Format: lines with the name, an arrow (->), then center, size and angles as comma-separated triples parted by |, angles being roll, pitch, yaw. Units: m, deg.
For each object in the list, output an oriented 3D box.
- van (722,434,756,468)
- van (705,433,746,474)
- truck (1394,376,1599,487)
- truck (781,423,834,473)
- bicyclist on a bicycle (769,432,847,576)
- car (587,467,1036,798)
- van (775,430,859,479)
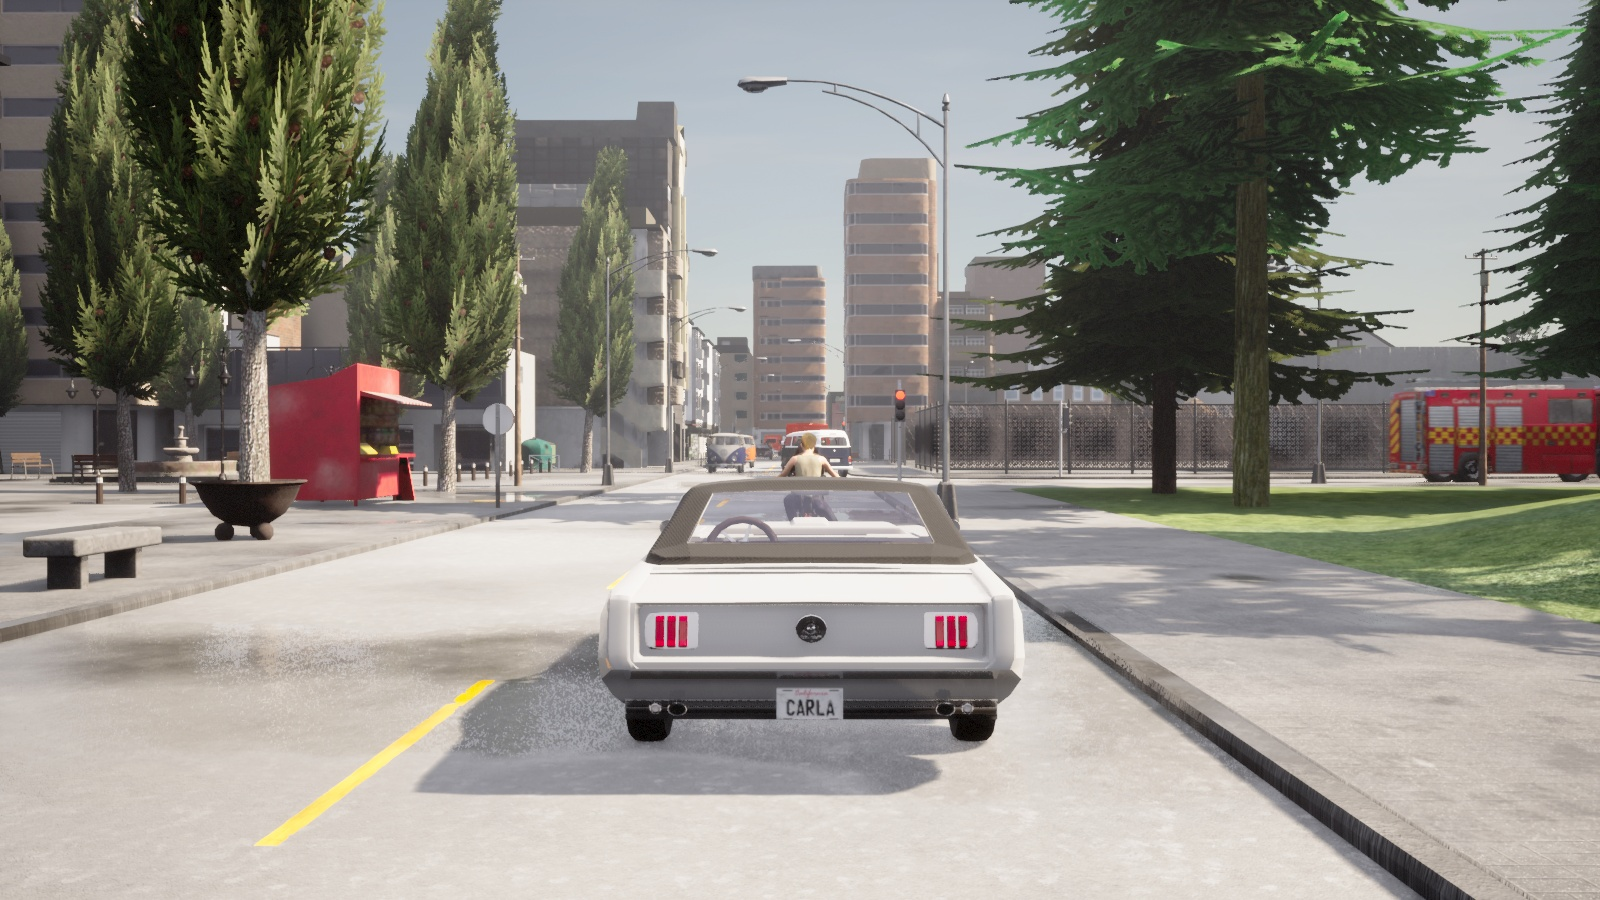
van -> -3.632, 0.072, 75.584 | 1.775, 1.987, 4.442 | 0, 0, 0
van -> -3.685, 0.142, 62.979 | 1.775, 1.987, 4.442 | 0, 0, 0
truck -> 26.276, -0.651, 45.134 | 8.468, 3.827, 2.891 | 0, 0, 0
truck -> 0.331, -0.102, 64.214 | 2.627, 2.467, 5.204 | 0, 0, -1
bicyclist on a bicycle -> 0.096, 0.600, 14.757 | 0.866, 1.612, 1.509 | 0, 0, 1
car -> 0.060, 0.804, 7.653 | 1.895, 1.301, 4.718 | 0, 0, 0
van -> 0.672, 0.166, 53.992 | 2.069, 2.038, 4.480 | 0, 0, -21
